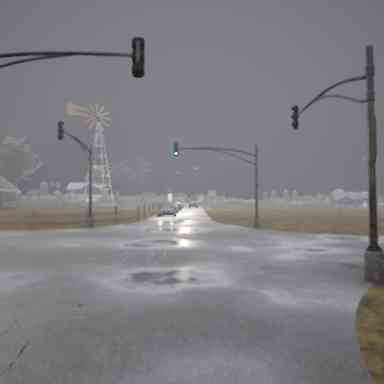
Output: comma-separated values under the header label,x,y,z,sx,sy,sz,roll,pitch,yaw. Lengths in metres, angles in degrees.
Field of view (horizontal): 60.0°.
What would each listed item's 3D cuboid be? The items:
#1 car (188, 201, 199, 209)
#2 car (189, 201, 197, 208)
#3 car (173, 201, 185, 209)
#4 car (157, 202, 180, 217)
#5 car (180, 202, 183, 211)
label,x,y,z,sx,sy,sz,roll,pitch,yaw
car,0.260,2.586,66.601,1.837,1.490,4.892,0,-1,0
car,0.187,2.809,76.982,1.812,1.442,4.674,0,-1,0
car,-2.592,2.642,67.134,2.033,1.411,5.357,0,-1,0
car,-2.763,2.131,37.807,1.994,1.385,4.181,0,-1,0
car,-2.741,2.208,46.549,2.128,1.511,4.902,0,-1,0
